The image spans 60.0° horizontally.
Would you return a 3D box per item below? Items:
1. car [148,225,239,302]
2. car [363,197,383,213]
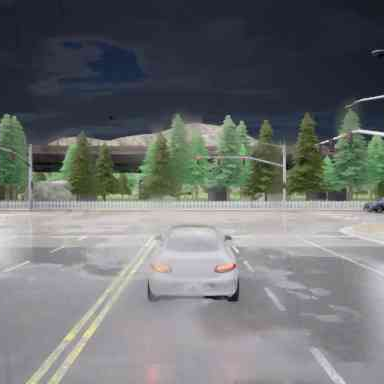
[{"bbox_3d":[0.034,1.526,8.152,1.812,1.442,4.674,0,0,0],"label":"car"},{"bbox_3d":[20.737,1.296,35.283,4.553,1.767,2.097,0,0,0],"label":"car"}]
